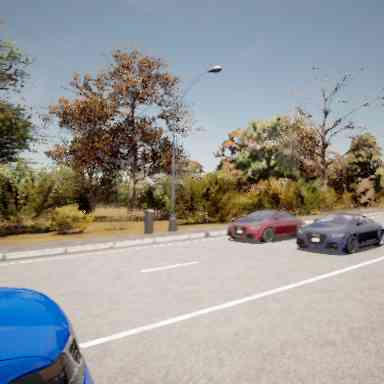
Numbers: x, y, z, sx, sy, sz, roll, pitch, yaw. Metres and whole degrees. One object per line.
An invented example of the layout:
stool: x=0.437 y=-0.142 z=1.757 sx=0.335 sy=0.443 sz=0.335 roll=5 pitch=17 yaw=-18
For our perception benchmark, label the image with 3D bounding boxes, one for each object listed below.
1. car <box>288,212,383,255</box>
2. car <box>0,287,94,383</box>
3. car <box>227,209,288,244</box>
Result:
car: x=6.012 y=1.539 z=13.338 sx=4.181 sy=1.385 sz=1.994 roll=0 pitch=0 yaw=-40
car: x=-3.294 y=1.237 z=1.461 sx=5.566 sy=2.045 sz=2.150 roll=0 pitch=0 yaw=-35
car: x=3.629 y=1.547 z=15.910 sx=4.181 sy=1.385 sz=1.994 roll=0 pitch=0 yaw=-40
